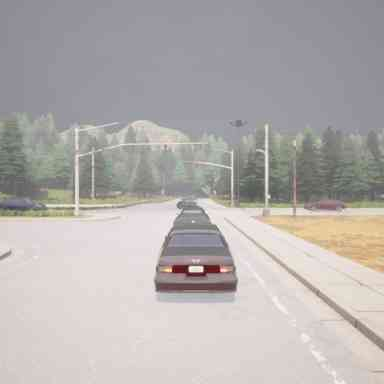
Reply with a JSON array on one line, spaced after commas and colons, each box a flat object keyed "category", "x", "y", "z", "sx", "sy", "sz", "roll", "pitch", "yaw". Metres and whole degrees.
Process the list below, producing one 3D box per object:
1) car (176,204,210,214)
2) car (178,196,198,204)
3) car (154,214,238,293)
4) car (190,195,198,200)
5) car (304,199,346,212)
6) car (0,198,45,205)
[{"category": "car", "x": 0.044, "y": 1.562, "z": 18.212, "sx": 1.994, "sy": 1.385, "sz": 4.181, "roll": 0, "pitch": 0, "yaw": 1}, {"category": "car", "x": -0.545, "y": 1.556, "z": 43.341, "sx": 2.033, "sy": 1.411, "sz": 5.357, "roll": 0, "pitch": 0, "yaw": -13}, {"category": "car", "x": 0.077, "y": 1.549, "z": 8.987, "sx": 2.033, "sy": 1.411, "sz": 5.357, "roll": 0, "pitch": 0, "yaw": 0}, {"category": "car", "x": 0.508, "y": 1.554, "z": 90.476, "sx": 1.994, "sy": 1.385, "sz": 4.181, "roll": 0, "pitch": 0, "yaw": 2}, {"category": "car", "x": 15.481, "y": 1.540, "z": 38.864, "sx": 4.674, "sy": 1.442, "sz": 1.812, "roll": 0, "pitch": 0, "yaw": 1}, {"category": "car", "x": -18.086, "y": 1.397, "z": 35.750, "sx": 4.553, "sy": 1.767, "sz": 2.097, "roll": 0, "pitch": 0, "yaw": 1}]
